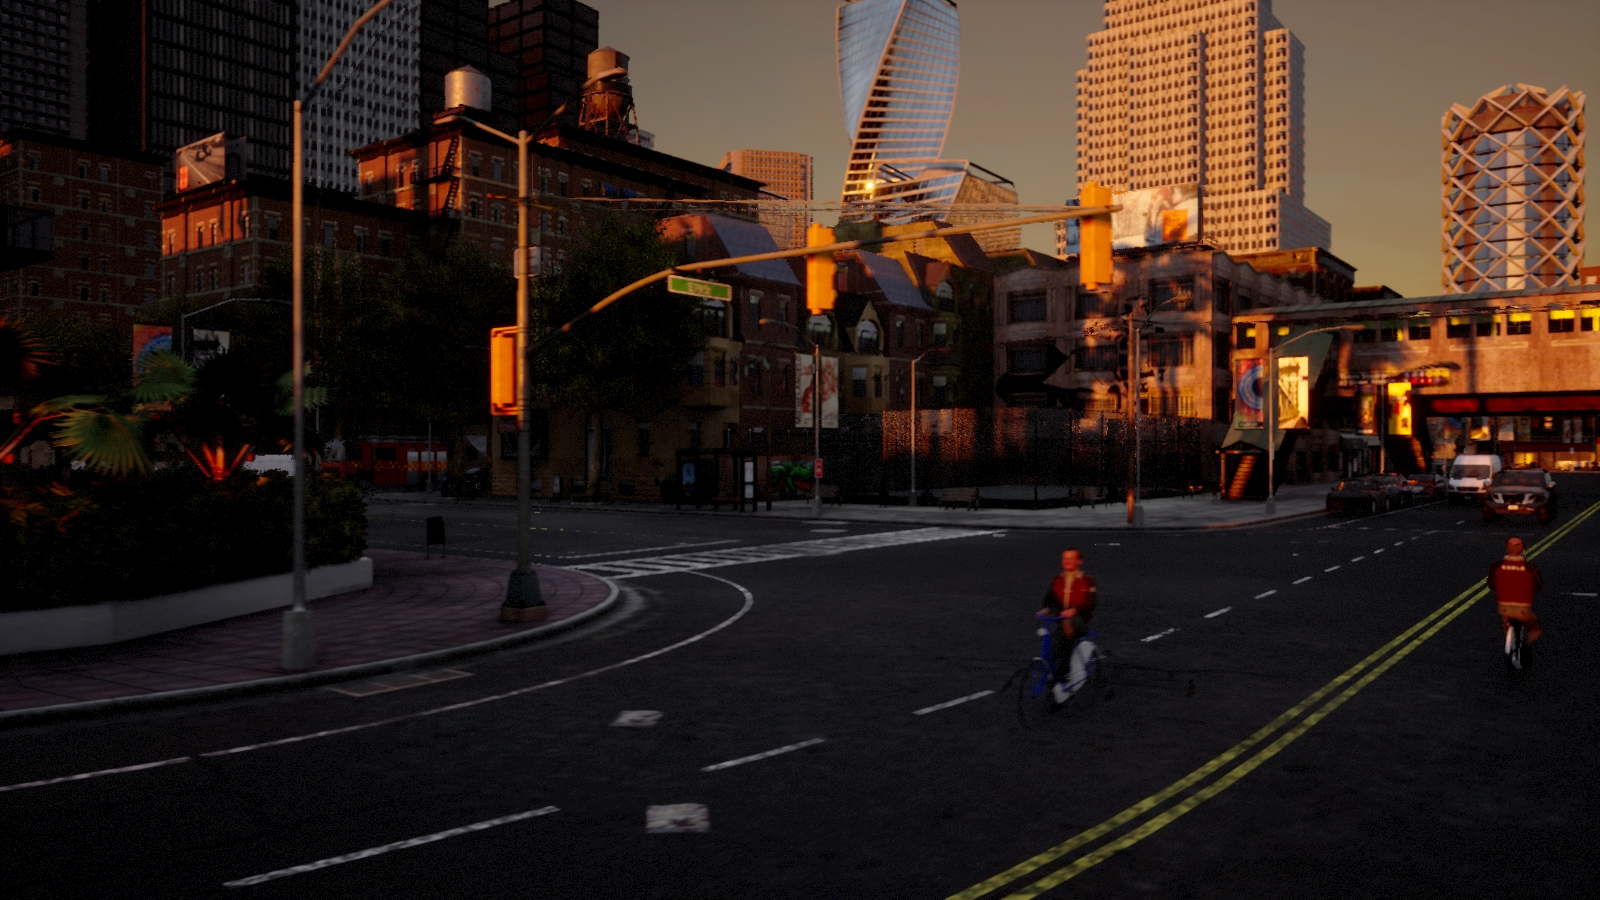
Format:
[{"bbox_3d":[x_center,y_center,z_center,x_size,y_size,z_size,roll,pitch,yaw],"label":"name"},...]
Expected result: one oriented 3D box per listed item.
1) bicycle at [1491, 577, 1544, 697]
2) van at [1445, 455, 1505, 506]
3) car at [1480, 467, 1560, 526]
[{"bbox_3d":[8.659,2.213,13.765,0.329,1.171,1.835,0,0,38],"label":"bicycle"},{"bbox_3d":[35.588,1.547,60.169,1.988,2.561,5.915,0,0,38],"label":"van"},{"bbox_3d":[28.618,1.783,45.333,2.150,2.045,5.566,0,1,38],"label":"car"}]
